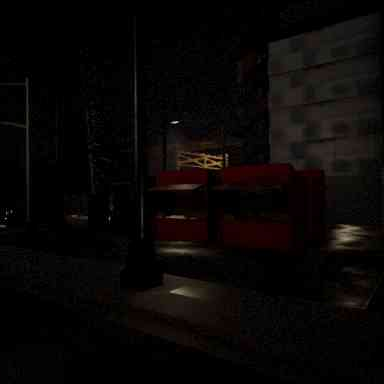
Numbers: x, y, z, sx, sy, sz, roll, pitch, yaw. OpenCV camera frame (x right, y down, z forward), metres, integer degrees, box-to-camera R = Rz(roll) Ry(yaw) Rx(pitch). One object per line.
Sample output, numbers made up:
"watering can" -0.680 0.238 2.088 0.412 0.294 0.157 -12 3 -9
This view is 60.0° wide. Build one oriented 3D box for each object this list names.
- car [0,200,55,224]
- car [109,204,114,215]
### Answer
"car" -12.861 1.490 26.262 2.097 1.767 4.553 -1 -1 36
"car" -7.147 1.663 34.109 1.812 1.442 4.674 -1 -1 36
